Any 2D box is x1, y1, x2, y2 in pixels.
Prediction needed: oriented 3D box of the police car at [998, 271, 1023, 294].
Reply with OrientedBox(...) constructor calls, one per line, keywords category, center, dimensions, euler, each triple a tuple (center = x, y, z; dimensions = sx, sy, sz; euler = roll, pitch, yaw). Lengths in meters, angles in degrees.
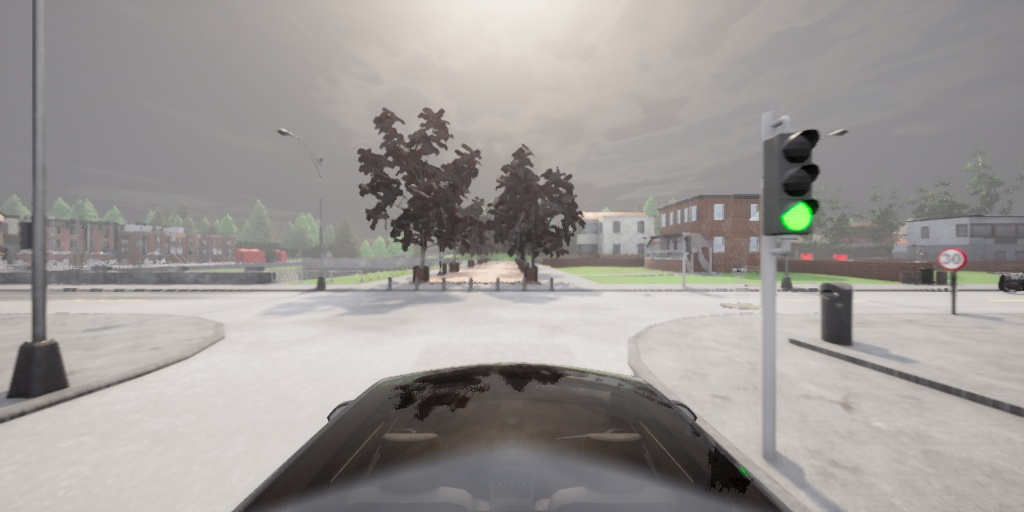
OrientedBox(category="police car", center=(27.182, 1.130, 17.691), dimensions=(5.238, 1.638, 1.930), euler=(0, 0, 0))
